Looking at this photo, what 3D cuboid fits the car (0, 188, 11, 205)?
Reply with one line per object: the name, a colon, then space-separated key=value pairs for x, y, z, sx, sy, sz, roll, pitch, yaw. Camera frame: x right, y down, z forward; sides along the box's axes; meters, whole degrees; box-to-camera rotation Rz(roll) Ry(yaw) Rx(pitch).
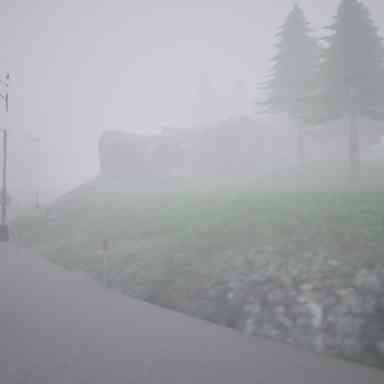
car: x=-21.221 y=0.492 z=35.292 sx=2.150 sy=2.045 sz=5.566 roll=1 pitch=1 yaw=-8
